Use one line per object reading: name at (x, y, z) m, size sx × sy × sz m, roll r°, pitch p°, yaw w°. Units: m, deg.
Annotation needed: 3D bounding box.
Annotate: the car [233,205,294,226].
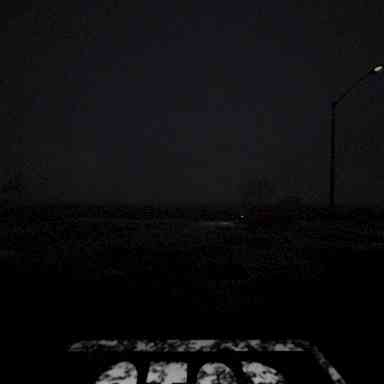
car at (5.073, 1.662, 23.824) m, size 4.181 × 1.385 × 1.994 m, roll 1°, pitch 0°, yaw 0°
